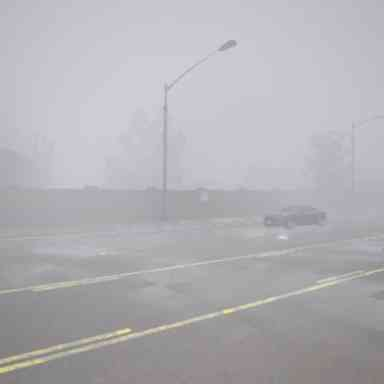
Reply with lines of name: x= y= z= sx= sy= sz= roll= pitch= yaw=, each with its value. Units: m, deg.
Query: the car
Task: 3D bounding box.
car: x=6.748 y=1.558 z=21.677 sx=5.008 sy=1.535 sz=1.882 roll=0 pitch=0 yaw=-35
